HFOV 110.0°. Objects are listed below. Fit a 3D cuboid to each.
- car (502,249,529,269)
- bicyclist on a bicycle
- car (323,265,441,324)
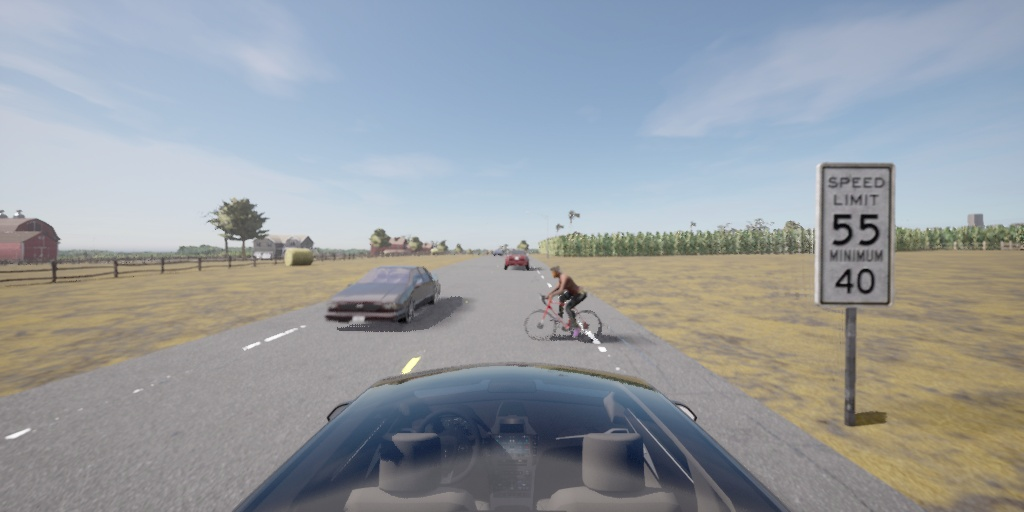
[{"bbox_3d":[0.430,0.183,32.110,2.097,1.767,4.553,0,2,1],"label":"car"},{"bbox_3d":[1.089,1.027,7.616,1.656,1.620,0.582,0,2,1],"label":"bicyclist on a bicycle"},{"bbox_3d":[-3.513,0.996,10.941,2.033,1.411,5.357,0,2,1],"label":"car"}]
